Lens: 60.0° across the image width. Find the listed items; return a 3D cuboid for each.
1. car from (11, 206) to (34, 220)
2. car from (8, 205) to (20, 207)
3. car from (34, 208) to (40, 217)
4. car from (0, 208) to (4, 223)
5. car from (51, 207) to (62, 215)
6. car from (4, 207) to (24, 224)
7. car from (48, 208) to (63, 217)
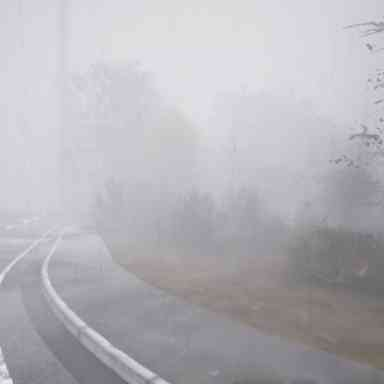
[{"bbox_3d":[-23.254,3.047,45.350,1.837,1.490,4.892,1,-3,-19],"label":"car"},{"bbox_3d":[-31.925,3.332,59.443,2.150,2.045,5.566,1,-2,-20],"label":"car"},{"bbox_3d":[-27.957,3.646,58.718,1.882,1.535,5.008,1,-2,-19],"label":"car"},{"bbox_3d":[-16.799,2.169,26.583,1.837,1.490,4.892,1,-3,-18],"label":"car"},{"bbox_3d":[-27.209,3.871,67.006,1.812,1.442,4.674,1,-2,-20],"label":"car"},{"bbox_3d":[-19.987,2.646,35.916,2.033,1.411,5.357,1,-3,-19],"label":"car"},{"bbox_3d":[-23.882,3.681,57.713,1.994,1.385,4.181,1,-3,-20],"label":"car"}]
